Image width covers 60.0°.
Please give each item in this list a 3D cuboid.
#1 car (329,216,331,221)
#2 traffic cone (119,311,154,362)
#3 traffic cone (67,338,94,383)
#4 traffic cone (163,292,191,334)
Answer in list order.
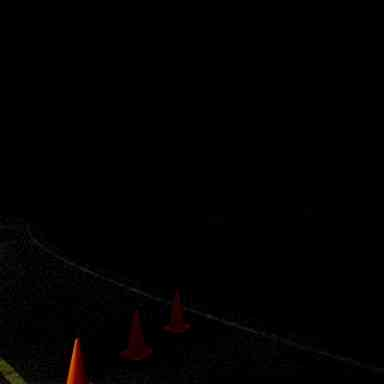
[{"bbox_3d":[35.611,6.632,82.737,1.851,1.617,3.988,-4,-3,4],"label":"car"},{"bbox_3d":[-0.764,1.938,4.590,0.340,0.580,0.340,1,1,31],"label":"traffic cone"},{"bbox_3d":[-1.284,1.945,3.740,0.340,0.580,0.340,1,1,31],"label":"traffic cone"},{"bbox_3d":[-0.245,1.931,5.441,0.340,0.580,0.340,1,1,31],"label":"traffic cone"}]
